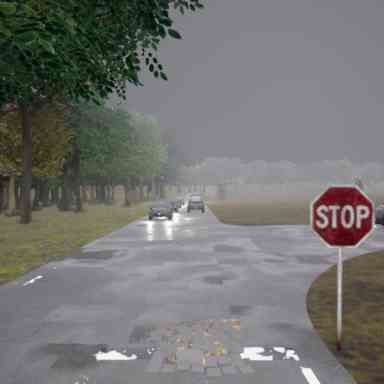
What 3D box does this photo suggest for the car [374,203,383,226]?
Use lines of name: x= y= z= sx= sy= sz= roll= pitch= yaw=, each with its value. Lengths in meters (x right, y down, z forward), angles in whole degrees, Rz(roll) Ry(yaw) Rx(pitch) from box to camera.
car: x=10.775 y=0.888 z=16.340 sx=4.892 sy=1.490 sz=1.837 roll=-3 pitch=1 yaw=4

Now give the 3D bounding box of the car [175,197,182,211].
car: x=-2.491 y=1.609 z=37.983 sx=1.895 sy=1.301 sz=4.718 roll=0 pitch=0 yaw=1

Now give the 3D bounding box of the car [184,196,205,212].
car: x=0.456 y=1.501 z=38.931 sx=2.128 sy=1.511 sz=4.902 roll=0 pitch=0 yaw=0

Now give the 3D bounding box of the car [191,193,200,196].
car: x=0.659 y=1.258 z=63.367 sx=2.150 sy=2.045 sz=5.566 roll=0 pitch=0 yaw=0

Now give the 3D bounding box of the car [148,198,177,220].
car: x=-2.577 y=1.506 z=28.618 sx=1.837 sy=1.490 sz=4.892 roll=0 pitch=0 yaw=0

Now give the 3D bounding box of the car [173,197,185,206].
car: x=-2.288 y=1.557 z=58.313 sx=1.812 sy=1.442 sz=4.674 roll=0 pitch=0 yaw=1

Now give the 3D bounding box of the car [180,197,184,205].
car: x=-2.399 y=1.568 z=48.361 sx=2.033 sy=1.411 sz=5.357 roll=0 pitch=0 yaw=0
